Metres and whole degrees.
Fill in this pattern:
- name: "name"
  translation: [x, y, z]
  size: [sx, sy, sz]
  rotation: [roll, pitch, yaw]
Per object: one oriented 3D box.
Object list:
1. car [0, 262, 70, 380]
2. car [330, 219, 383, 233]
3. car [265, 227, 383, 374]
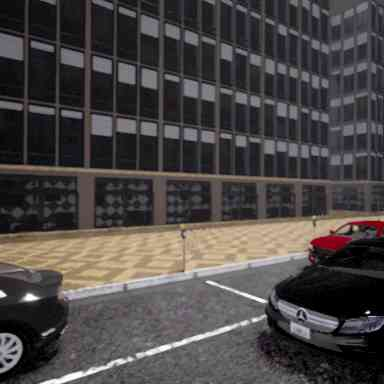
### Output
- name: "car"
  translation: [-3.756, 1.548, 3.879]
  size: [4.403, 1.369, 2.008]
  rotation: [0, 0, -35]
- name: "car"
  translation: [5.523, 1.589, 10.474]
  size: [4.507, 1.381, 1.887]
  rotation: [0, 0, -35]
- name: "car"
  translation: [3.311, 1.550, 5.649]
  size: [4.674, 1.442, 1.812]
  rotation: [0, 0, -35]
